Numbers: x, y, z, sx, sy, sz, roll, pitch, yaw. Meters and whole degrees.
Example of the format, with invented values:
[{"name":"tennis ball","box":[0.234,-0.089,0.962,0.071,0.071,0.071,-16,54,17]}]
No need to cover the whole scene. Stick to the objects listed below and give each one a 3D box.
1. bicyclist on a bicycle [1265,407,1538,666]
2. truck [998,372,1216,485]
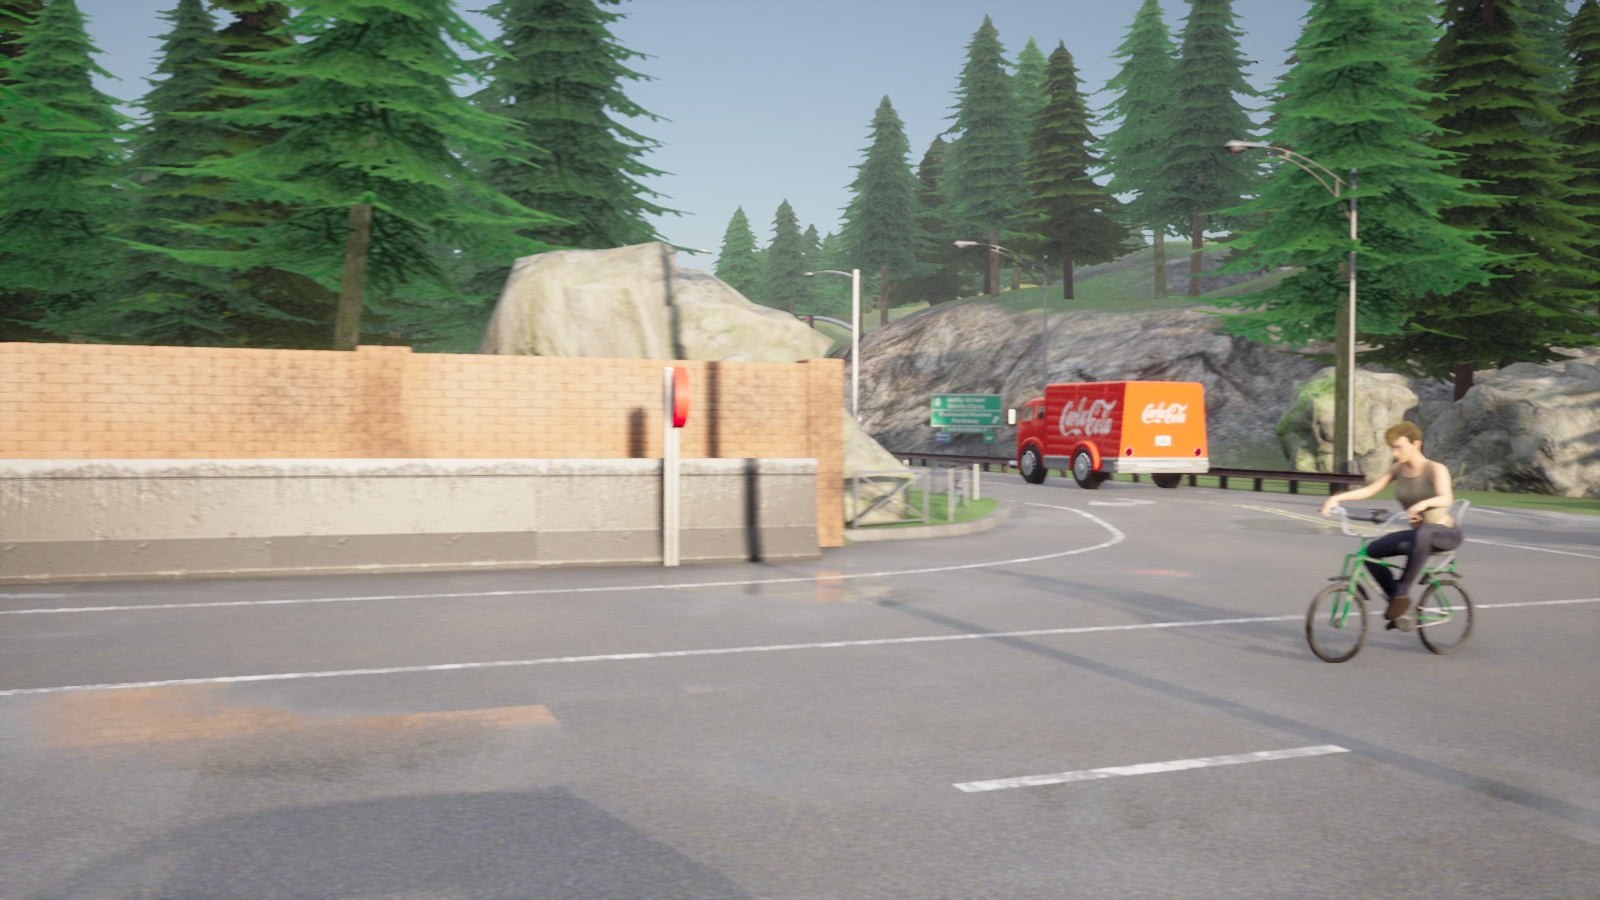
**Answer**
[{"name":"bicyclist on a bicycle","box":[4.071,0.526,8.529,1.509,1.612,0.866,-1,1,-21]},{"name":"truck","box":[7.216,-0.517,30.208,2.627,2.467,5.204,-1,1,-20]}]
